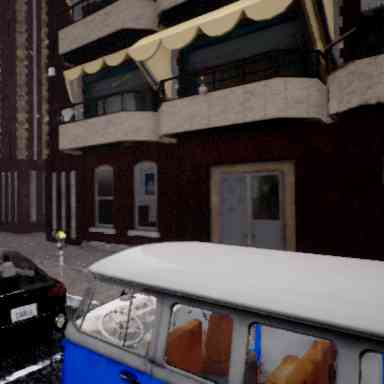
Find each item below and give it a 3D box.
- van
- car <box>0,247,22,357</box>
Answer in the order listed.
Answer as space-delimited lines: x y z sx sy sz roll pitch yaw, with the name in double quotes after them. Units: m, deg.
0.784 1.343 2.172 3.998 1.788 1.690 0 -1 35 "van"
-3.833 1.579 5.447 4.313 1.339 1.947 0 -1 35 "car"
